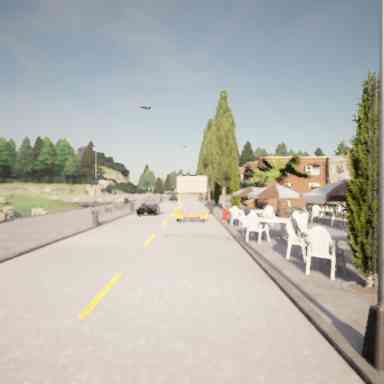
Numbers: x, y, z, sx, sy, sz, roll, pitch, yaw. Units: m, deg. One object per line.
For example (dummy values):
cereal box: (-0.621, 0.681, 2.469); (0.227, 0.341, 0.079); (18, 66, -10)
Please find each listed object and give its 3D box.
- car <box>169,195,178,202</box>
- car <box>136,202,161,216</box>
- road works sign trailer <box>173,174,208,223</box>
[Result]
car: (-4.018, 1.414, 73.456); (1.837, 1.490, 4.892); (0, 0, 0)
car: (-4.106, 1.588, 31.739); (1.895, 1.301, 4.718); (0, 0, 0)
road works sign trailer: (-0.006, 0.454, 25.318); (2.380, 3.560, 2.880); (0, 0, 0)
